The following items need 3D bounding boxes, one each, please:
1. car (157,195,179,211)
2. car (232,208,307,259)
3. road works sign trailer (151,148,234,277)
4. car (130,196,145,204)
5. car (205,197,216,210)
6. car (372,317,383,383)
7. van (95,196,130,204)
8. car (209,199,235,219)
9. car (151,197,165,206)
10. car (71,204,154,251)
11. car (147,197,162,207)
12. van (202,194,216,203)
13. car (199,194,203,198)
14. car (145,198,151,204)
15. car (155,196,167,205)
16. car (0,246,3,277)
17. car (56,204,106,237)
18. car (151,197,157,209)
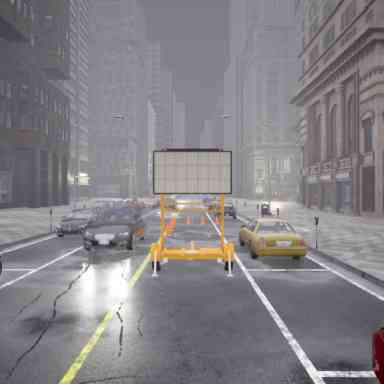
[{"bbox_3d":[-2.943,1.511,41.415,1.837,1.490,4.892,0,0,0],"label":"car"},{"bbox_3d":[2.788,1.527,12.394,1.752,1.417,4.829,0,0,0],"label":"car"},{"bbox_3d":[0.014,0.466,10.265,2.380,3.560,2.880,0,0,0],"label":"road works sign trailer"},{"bbox_3d":[-5.729,1.320,28.826,2.192,1.841,5.009,0,0,0],"label":"car"},{"bbox_3d":[2.830,1.589,39.849,1.802,1.307,4.206,0,0,0],"label":"car"},{"bbox_3d":[2.771,1.315,1.175,2.192,1.841,5.009,0,0,0],"label":"car"},{"bbox_3d":[-5.735,1.345,23.301,1.690,1.788,3.998,0,0,0],"label":"van"},{"bbox_3d":[2.813,1.555,28.799,2.008,1.369,4.403,0,0,0],"label":"car"},{"bbox_3d":[-5.697,1.555,56.453,1.887,1.381,4.507,0,0,0],"label":"car"},{"bbox_3d":[-3.081,1.493,14.109,2.128,1.511,4.902,0,0,0],"label":"car"},{"bbox_3d":[-5.704,1.554,50.928,1.887,1.381,4.507,0,0,0],"label":"car"},{"bbox_3d":[2.848,1.350,50.899,1.690,1.788,3.998,0,0,0],"label":"van"},{"bbox_3d":[2.864,1.557,61.949,1.887,1.381,4.507,0,0,0],"label":"car"},{"bbox_3d":[-5.723,1.550,34.352,1.887,1.381,4.507,0,0,0],"label":"car"},{"bbox_3d":[-5.691,1.557,61.979,1.887,1.381,4.507,0,0,0],"label":"car"},{"bbox_3d":[-5.755,1.441,6.724,1.967,1.590,4.097,0,0,0],"label":"car"},{"bbox_3d":[-5.742,1.553,17.775,2.008,1.369,4.403,0,0,0],"label":"car"},{"bbox_3d":[-5.710,1.533,45.233,1.752,1.417,4.829,0,0,0],"label":"car"}]
